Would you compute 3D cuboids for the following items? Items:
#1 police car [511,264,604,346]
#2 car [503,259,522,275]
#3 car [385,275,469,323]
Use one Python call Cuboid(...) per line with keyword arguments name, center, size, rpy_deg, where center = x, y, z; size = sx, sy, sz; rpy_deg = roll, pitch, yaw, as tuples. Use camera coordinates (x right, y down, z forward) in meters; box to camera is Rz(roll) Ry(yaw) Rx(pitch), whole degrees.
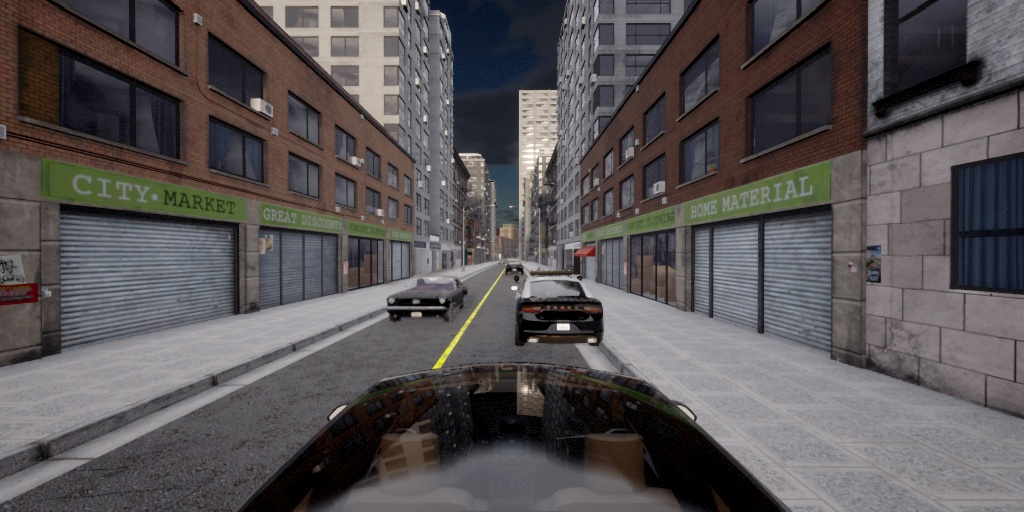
Cuboid(name="police car", center=(1.010, 1.176, 9.544), size=(1.930, 1.638, 5.238), rpy_deg=(0, 0, 0))
Cuboid(name="car", center=(0.280, 1.248, 38.871), size=(1.882, 1.535, 5.008), rpy_deg=(0, 0, 0))
Cuboid(name="car", center=(-2.688, 1.351, 12.311), size=(1.895, 1.301, 4.718), rpy_deg=(0, 0, 0))
